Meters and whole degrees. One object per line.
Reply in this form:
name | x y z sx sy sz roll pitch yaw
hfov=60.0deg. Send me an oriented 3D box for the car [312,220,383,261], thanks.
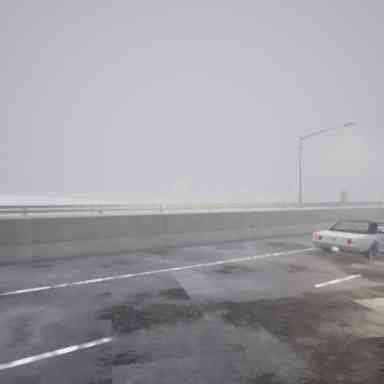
car | 6.895 1.744 13.018 4.718 1.301 1.895 1 0 -35
